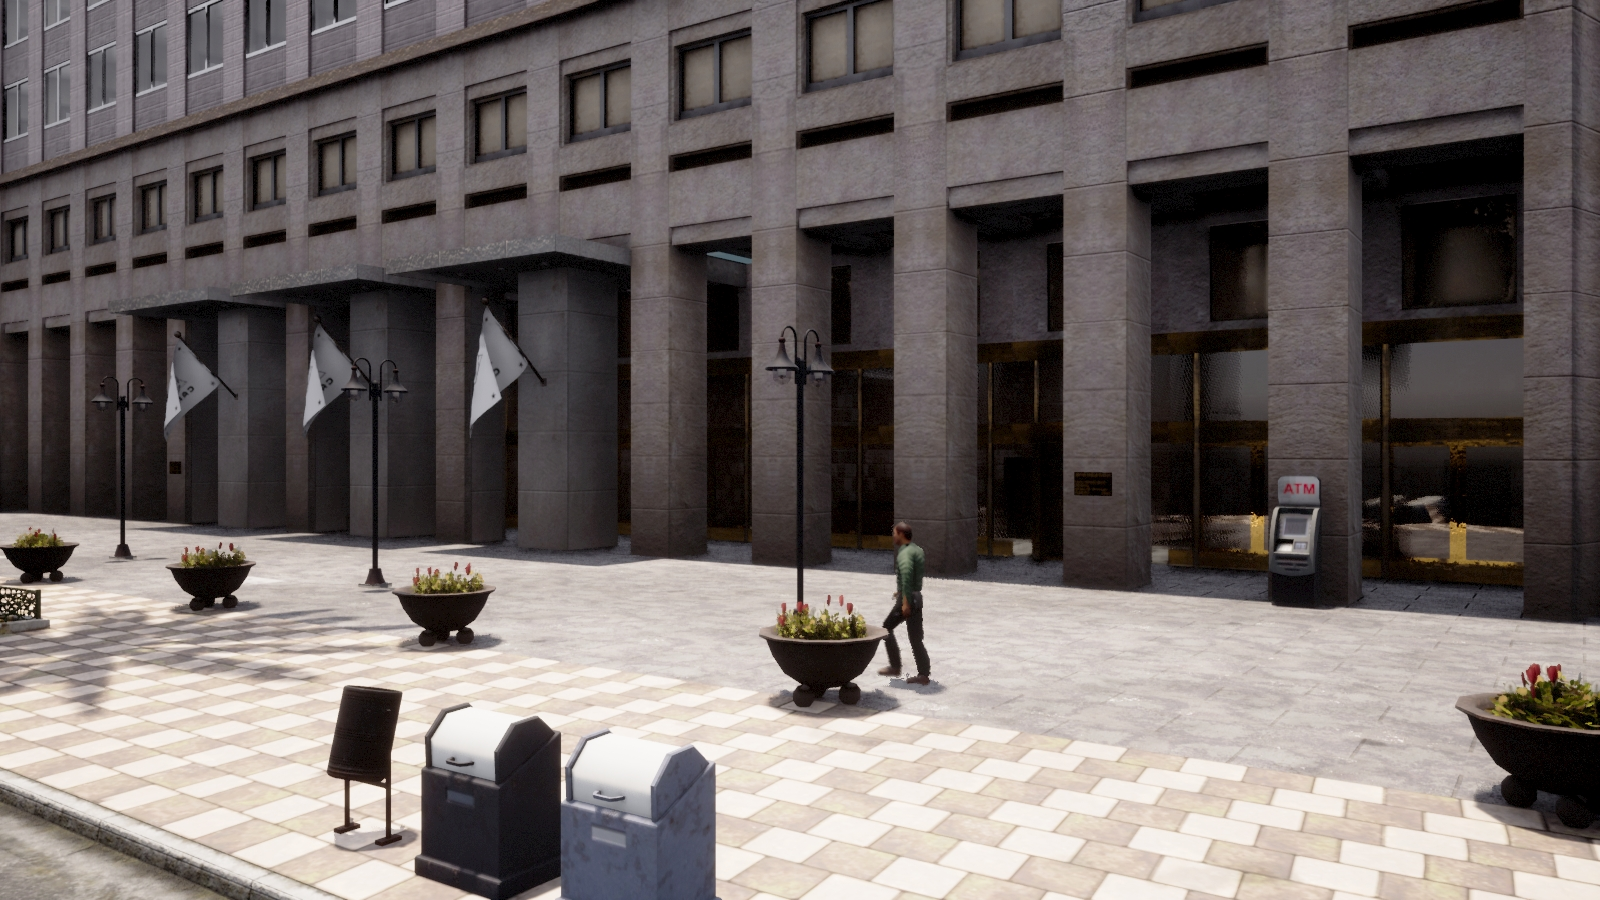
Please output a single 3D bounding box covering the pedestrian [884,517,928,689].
[{"bbox_3d":[1.186,1.698,12.817,0.375,1.860,0.375,0,0,28],"label":"pedestrian"}]
